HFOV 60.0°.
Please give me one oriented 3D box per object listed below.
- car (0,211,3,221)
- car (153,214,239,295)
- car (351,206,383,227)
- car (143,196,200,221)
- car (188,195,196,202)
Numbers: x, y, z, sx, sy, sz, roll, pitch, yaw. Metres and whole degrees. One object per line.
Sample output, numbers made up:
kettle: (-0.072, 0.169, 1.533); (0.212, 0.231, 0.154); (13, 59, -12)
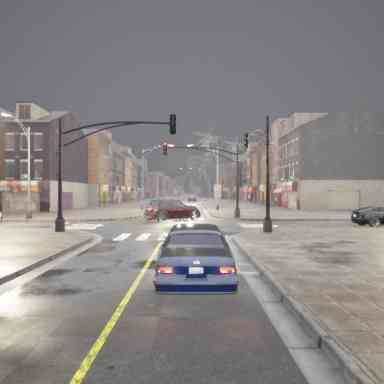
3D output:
car: (-16.045, 1.544, 23.566); (4.902, 1.511, 2.128); (0, 0, 0)
car: (0.080, 1.549, 8.885); (2.033, 1.411, 5.357); (0, 0, 0)
car: (12.351, 1.522, 21.002); (4.313, 1.339, 1.947); (0, 0, 0)
car: (-1.548, 1.365, 26.415); (4.553, 1.767, 2.097); (0, -1, -38)
car: (0.002, 1.548, 75.819); (1.882, 1.535, 5.008); (0, 0, 0)
